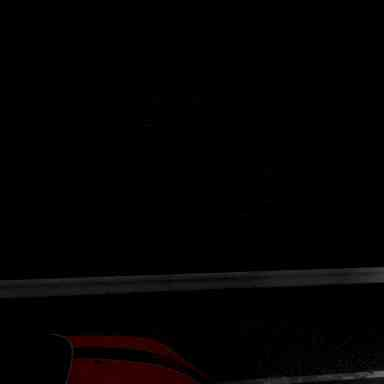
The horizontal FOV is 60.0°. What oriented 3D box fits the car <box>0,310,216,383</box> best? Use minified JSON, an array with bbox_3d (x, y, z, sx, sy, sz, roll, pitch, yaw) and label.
[{"bbox_3d":[-1.852,1.352,1.664,4.553,1.767,2.097,0,0,-6],"label":"car"}]
